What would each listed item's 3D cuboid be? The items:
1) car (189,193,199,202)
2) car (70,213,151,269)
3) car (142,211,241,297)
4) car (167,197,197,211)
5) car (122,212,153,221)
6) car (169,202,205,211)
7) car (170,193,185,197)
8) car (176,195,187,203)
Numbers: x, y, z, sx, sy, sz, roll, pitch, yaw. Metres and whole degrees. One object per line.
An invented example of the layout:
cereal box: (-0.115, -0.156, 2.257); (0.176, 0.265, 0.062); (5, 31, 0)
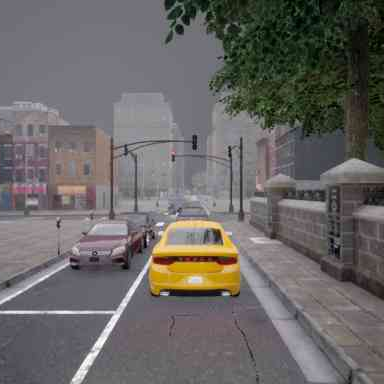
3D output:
car: (0.379, 1.508, 66.917); (1.812, 1.442, 4.674); (0, 0, 0)
car: (-2.623, 1.581, 11.045); (1.802, 1.307, 4.206); (0, 0, 0)
car: (0.078, 1.477, 8.639); (1.882, 1.535, 5.008); (0, 0, 0)
car: (-1.296, 1.555, 33.917); (1.994, 1.385, 4.181); (-1, 0, -15)
car: (-2.618, 1.565, 14.708); (1.947, 1.339, 4.313); (0, 0, 0)
car: (0.030, 1.546, 19.128); (2.033, 1.411, 5.357); (0, 0, 0)
car: (-2.223, 1.210, 48.415); (2.150, 2.045, 5.566); (0, 0, 1)
car: (-2.127, 1.474, 68.980); (2.128, 1.511, 4.902); (0, 0, 0)
